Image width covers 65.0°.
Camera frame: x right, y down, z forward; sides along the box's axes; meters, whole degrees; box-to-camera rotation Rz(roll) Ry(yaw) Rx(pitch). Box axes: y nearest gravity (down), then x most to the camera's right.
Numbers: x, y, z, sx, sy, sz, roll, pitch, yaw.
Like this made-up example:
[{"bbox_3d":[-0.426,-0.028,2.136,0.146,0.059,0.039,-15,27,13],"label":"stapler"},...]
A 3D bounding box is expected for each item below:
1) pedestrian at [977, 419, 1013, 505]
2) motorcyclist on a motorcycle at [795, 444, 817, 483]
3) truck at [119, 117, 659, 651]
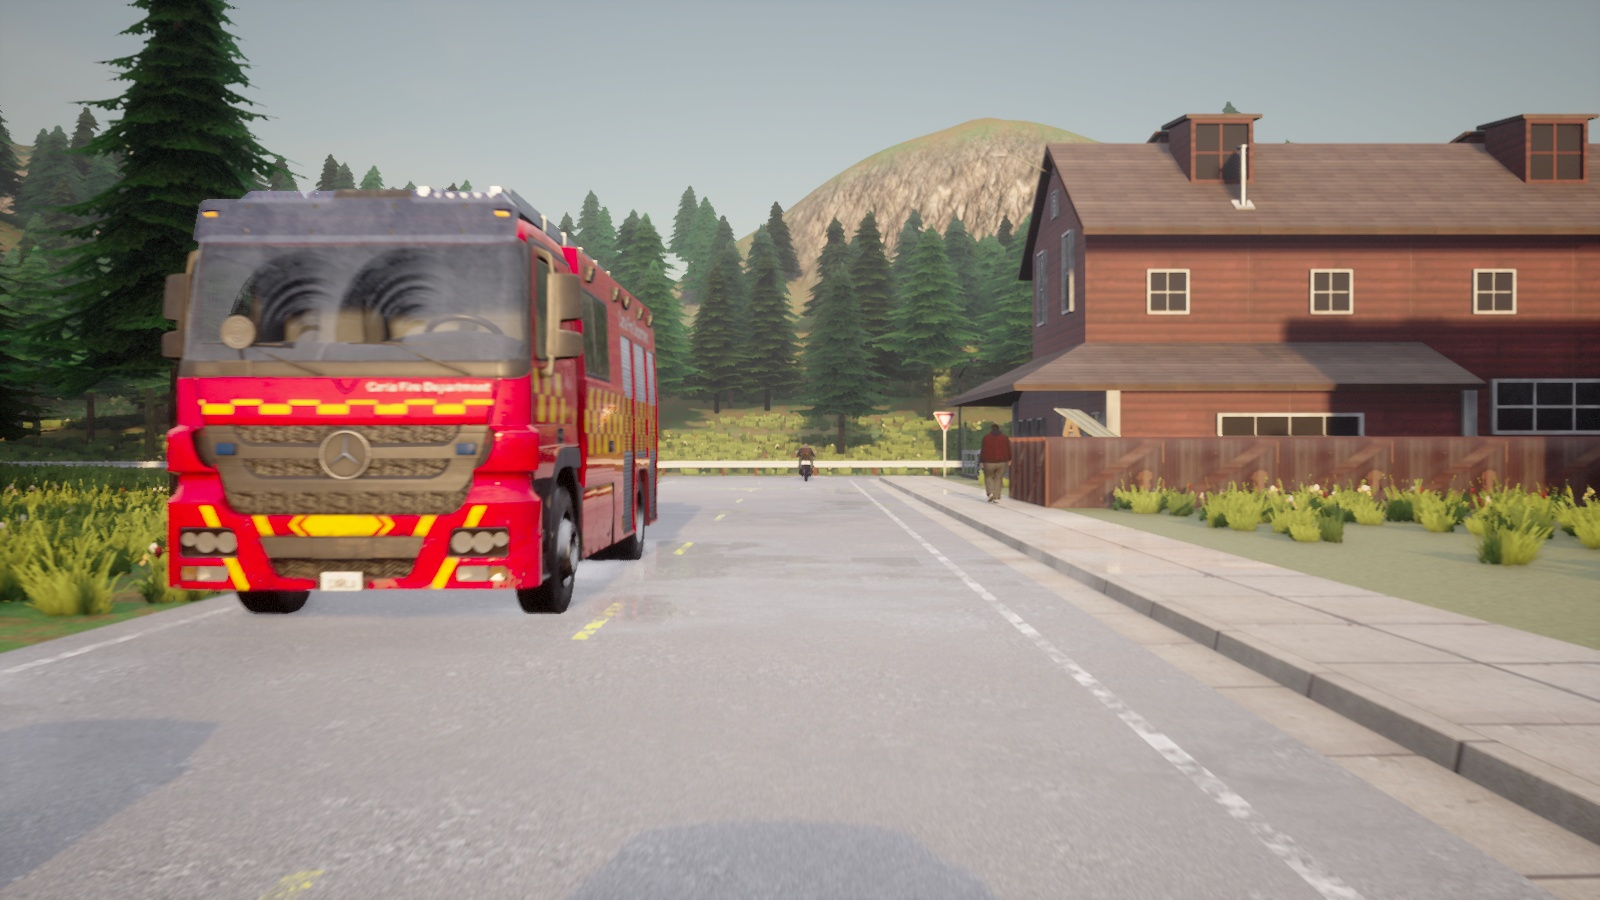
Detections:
[{"bbox_3d":[4.284,0.256,27.599,0.634,1.844,0.899,0,0,0],"label":"pedestrian"},{"bbox_3d":[0.249,0.510,50.217,0.866,1.530,2.191,0,0,0],"label":"motorcyclist on a motorcycle"},{"bbox_3d":[-3.421,-0.492,13.242,2.891,3.827,8.468,0,0,0],"label":"truck"}]
